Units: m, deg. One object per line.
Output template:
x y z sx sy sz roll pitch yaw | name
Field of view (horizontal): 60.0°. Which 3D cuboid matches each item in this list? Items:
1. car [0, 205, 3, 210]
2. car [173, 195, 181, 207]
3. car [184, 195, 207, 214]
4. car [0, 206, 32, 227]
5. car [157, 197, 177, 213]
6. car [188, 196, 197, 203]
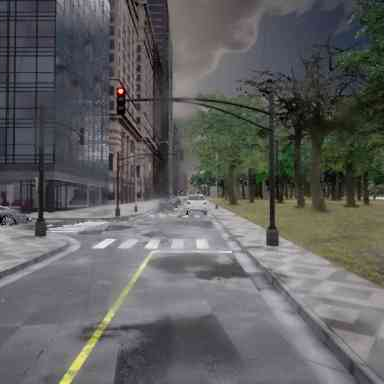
-13.526 1.369 18.879 4.097 1.590 1.967 0 -2 -1 | car
-3.047 1.627 49.543 1.837 1.490 4.892 0 0 0 | car
0.365 1.291 35.846 2.150 2.045 5.566 0 0 -2 | car
-13.079 1.494 21.683 4.902 1.511 2.128 0 -1 -4 | car
-3.088 1.629 39.410 2.033 1.411 5.357 0 0 -4 | car
0.080 1.779 79.421 2.128 1.511 4.902 0 0 0 | car
